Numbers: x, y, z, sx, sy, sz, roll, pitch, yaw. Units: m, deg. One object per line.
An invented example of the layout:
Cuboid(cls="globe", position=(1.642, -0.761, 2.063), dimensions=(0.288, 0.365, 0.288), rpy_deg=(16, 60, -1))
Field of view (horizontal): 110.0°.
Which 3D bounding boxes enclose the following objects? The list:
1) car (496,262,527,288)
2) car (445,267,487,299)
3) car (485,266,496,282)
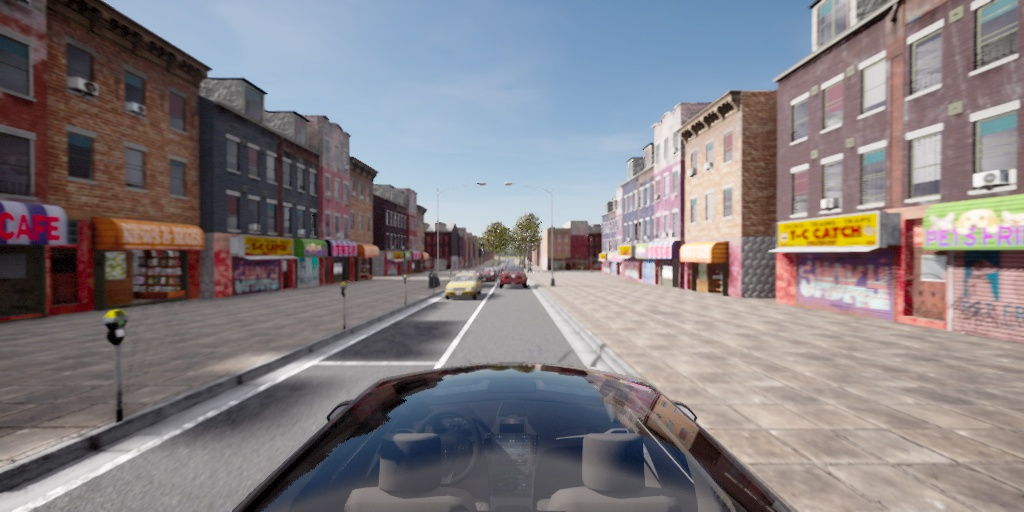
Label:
Cuboid(cls="car", position=(0.097, 1.540, 28.463), dimensions=(2.097, 1.767, 4.553), rpy_deg=(0, -1, 0))
Cuboid(cls="car", position=(-2.637, 1.569, 20.232), dimensions=(1.751, 1.417, 4.829), rpy_deg=(0, 0, 0))
Cuboid(cls="car", position=(-2.635, 1.787, 36.739), dimensions=(1.967, 1.591, 4.097), rpy_deg=(0, 0, 0))
